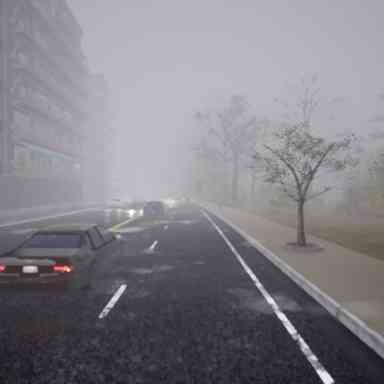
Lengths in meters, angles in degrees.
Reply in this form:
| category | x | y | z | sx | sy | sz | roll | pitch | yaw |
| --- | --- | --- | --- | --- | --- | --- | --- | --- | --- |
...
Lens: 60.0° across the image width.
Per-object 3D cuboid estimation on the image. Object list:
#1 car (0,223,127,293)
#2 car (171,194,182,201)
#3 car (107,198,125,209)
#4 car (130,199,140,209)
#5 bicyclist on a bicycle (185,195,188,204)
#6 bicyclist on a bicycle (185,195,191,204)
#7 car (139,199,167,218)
| category | x | y | z | sx | sy | sz | roll | pitch | yaw |
| --- | --- | --- | --- | --- | --- | --- | --- | --- | --- |
| car | -3.151 | 1.556 | 8.985 | 2.033 | 1.411 | 5.357 | 0 | 0 | 0 |
| car | -3.656 | 1.568 | 85.892 | 1.895 | 1.301 | 4.718 | 0 | 0 | -6 |
| car | -10.590 | 1.572 | 46.314 | 1.812 | 1.442 | 4.674 | 0 | 0 | -2 |
| car | -7.282 | 1.645 | 45.216 | 1.895 | 1.301 | 4.718 | 0 | 0 | -2 |
| bicyclist on a bicycle | -1.108 | 1.506 | 67.205 | 0.582 | 1.620 | 1.656 | 0 | 0 | -4 |
| bicyclist on a bicycle | -0.513 | 1.486 | 58.491 | 0.866 | 1.612 | 1.509 | 0 | -1 | -3 |
| car | -3.366 | 1.508 | 30.707 | 1.882 | 1.535 | 5.008 | 0 | 0 | -1 |
